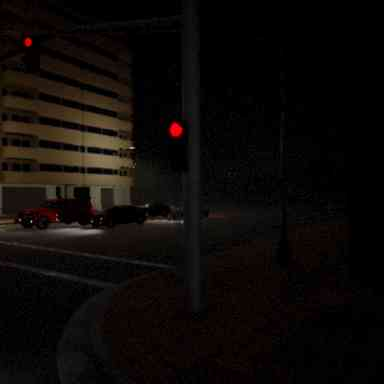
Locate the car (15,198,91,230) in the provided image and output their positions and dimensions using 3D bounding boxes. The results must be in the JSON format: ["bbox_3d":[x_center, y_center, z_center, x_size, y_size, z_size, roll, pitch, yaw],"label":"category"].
[{"bbox_3d":[-9.784,1.513,24.267,2.150,2.045,5.566,-1,-1,35],"label":"car"}]

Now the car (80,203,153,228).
[{"bbox_3d":[-5.377,1.751,24.463,1.837,1.490,4.892,-1,0,35],"label":"car"}]

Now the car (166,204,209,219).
[{"bbox_3d":[-0.090,1.773,32.010,1.812,1.442,4.674,-1,-1,35],"label":"car"}]

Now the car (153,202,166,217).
[{"bbox_3d":[-4.097,1.785,32.397,2.128,1.511,4.902,-1,-1,35],"label":"car"}]
